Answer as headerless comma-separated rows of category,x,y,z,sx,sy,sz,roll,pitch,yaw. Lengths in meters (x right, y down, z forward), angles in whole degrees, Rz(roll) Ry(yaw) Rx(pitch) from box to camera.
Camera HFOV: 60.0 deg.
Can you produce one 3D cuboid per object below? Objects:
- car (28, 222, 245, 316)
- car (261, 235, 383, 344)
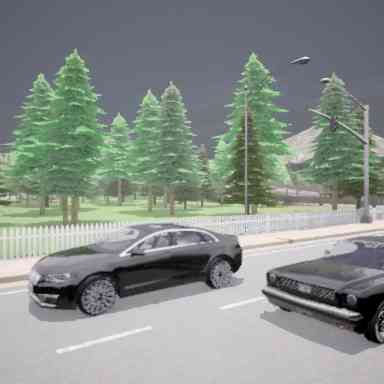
car,-0.989,1.491,7.575,4.902,1.511,2.128,0,0,-35
car,3.580,1.601,6.524,4.718,1.301,1.895,0,0,-35
